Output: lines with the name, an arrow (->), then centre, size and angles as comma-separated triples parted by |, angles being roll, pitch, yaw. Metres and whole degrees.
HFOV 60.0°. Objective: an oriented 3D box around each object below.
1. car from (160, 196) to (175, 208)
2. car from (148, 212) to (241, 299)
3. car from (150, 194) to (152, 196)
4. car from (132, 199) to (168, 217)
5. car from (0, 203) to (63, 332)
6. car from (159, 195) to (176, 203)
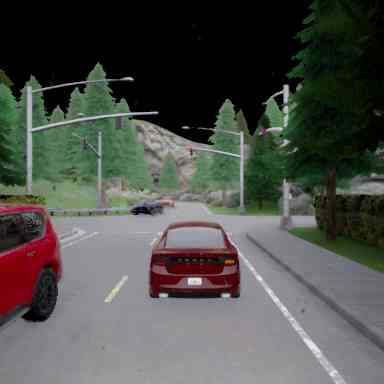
car -> -3.593, 1.353, 47.545 | 2.097, 1.767, 4.553 | 0, 0, 0
car -> 0.068, 1.478, 8.538 | 1.882, 1.535, 5.008 | 0, 0, 0
car -> -11.003, 1.355, 79.677 | 4.553, 1.767, 2.097 | 0, 0, 24
car -> -4.133, 1.595, 31.943 | 1.895, 1.301, 4.718 | 0, 0, 11
car -> -3.610, 1.221, 4.325 | 2.150, 2.045, 5.566 | 0, 0, 0
car -> -5.096, 1.477, 68.637 | 1.882, 1.535, 5.008 | 0, 0, -25
